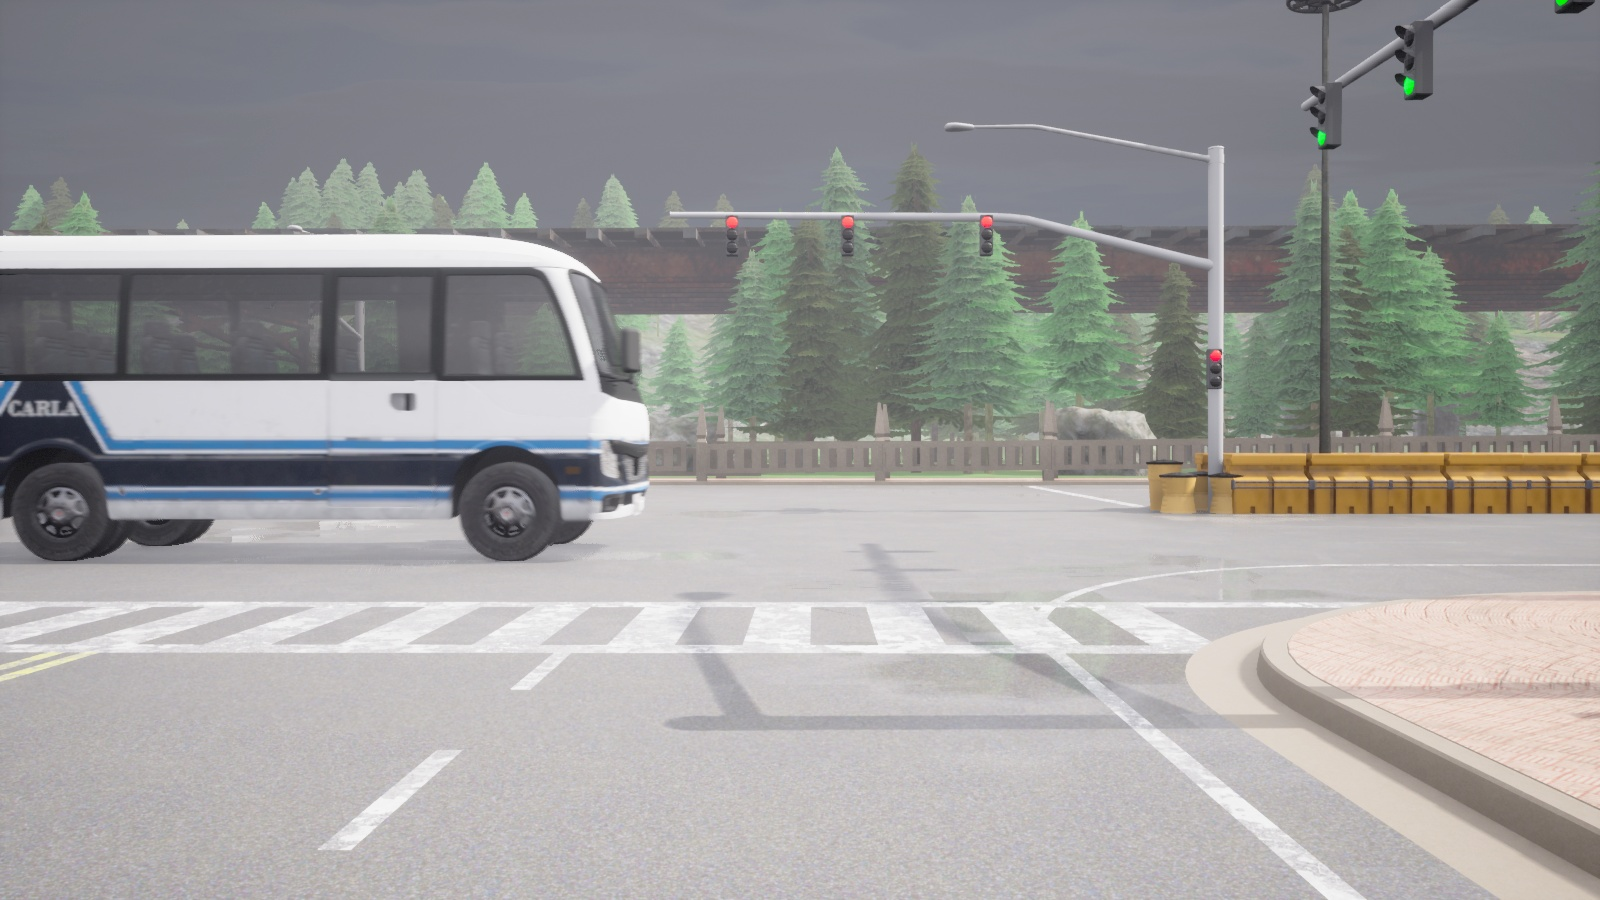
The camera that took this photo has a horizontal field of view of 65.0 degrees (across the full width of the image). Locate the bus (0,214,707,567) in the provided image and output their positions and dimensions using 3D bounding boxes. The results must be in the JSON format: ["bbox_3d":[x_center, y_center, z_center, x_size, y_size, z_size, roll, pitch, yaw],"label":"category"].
[{"bbox_3d":[-6.562,-0.732,17.164,10.273,4.253,3.944,0,0,1],"label":"bus"}]
